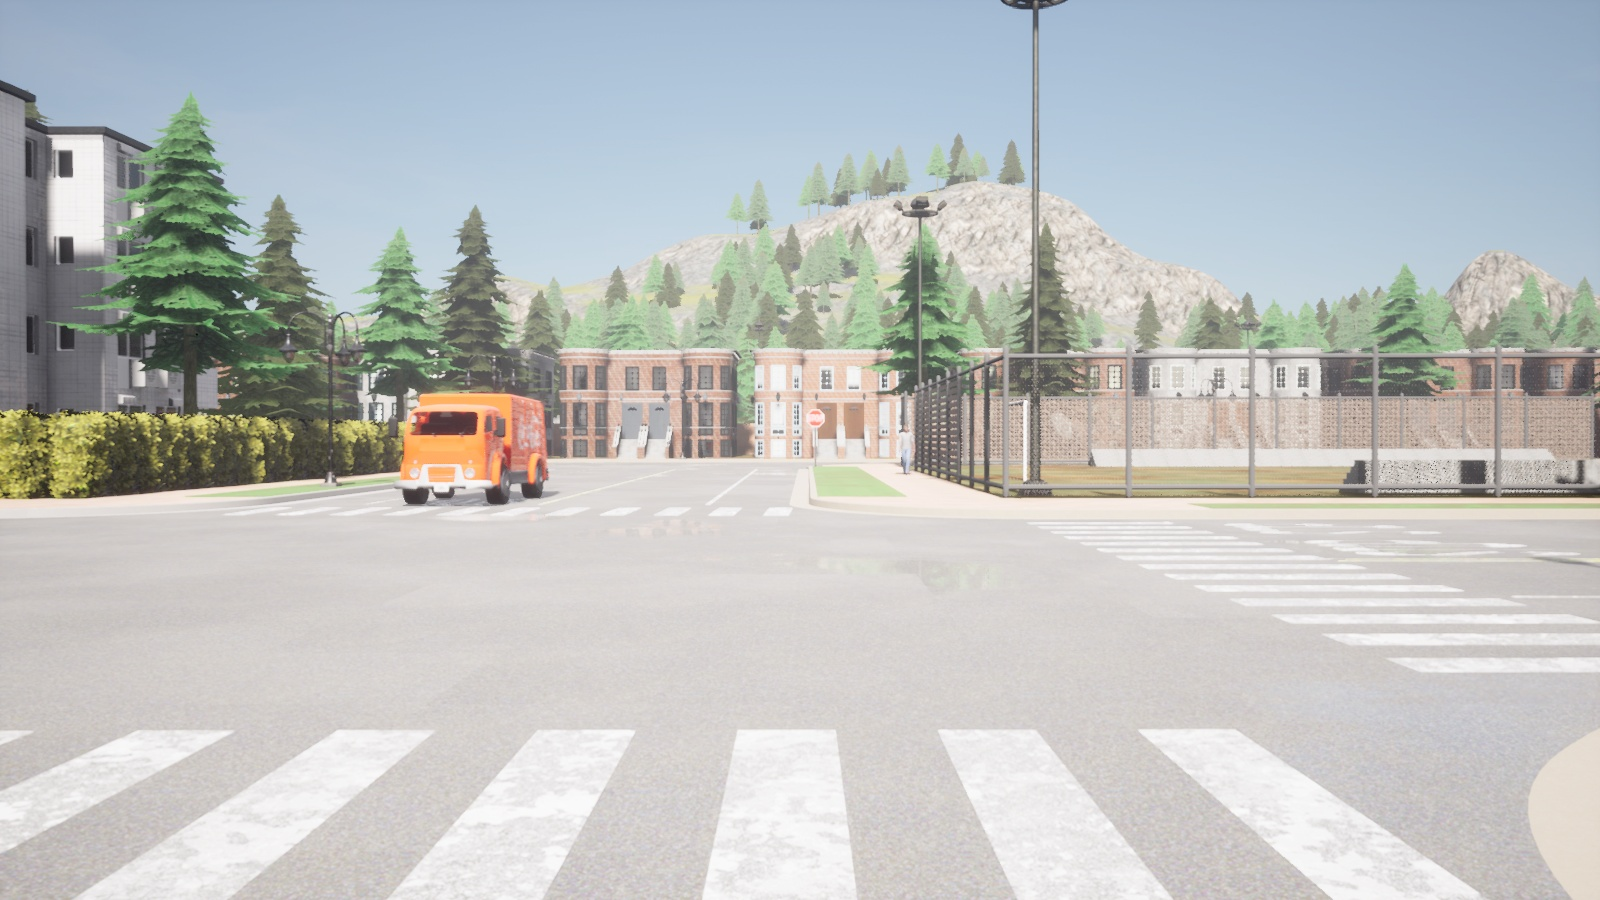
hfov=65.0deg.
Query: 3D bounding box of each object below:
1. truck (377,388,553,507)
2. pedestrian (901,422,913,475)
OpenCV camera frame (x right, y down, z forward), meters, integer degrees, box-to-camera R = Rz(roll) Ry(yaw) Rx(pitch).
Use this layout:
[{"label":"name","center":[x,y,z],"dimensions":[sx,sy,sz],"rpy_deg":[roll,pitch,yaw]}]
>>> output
[{"label":"truck","center":[-7.485,-0.054,28.752],"dimensions":[2.627,2.467,5.204],"rpy_deg":[0,0,0]},{"label":"pedestrian","center":[3.720,-0.058,43.778],"dimensions":[0.354,1.836,0.706],"rpy_deg":[0,1,0]}]
